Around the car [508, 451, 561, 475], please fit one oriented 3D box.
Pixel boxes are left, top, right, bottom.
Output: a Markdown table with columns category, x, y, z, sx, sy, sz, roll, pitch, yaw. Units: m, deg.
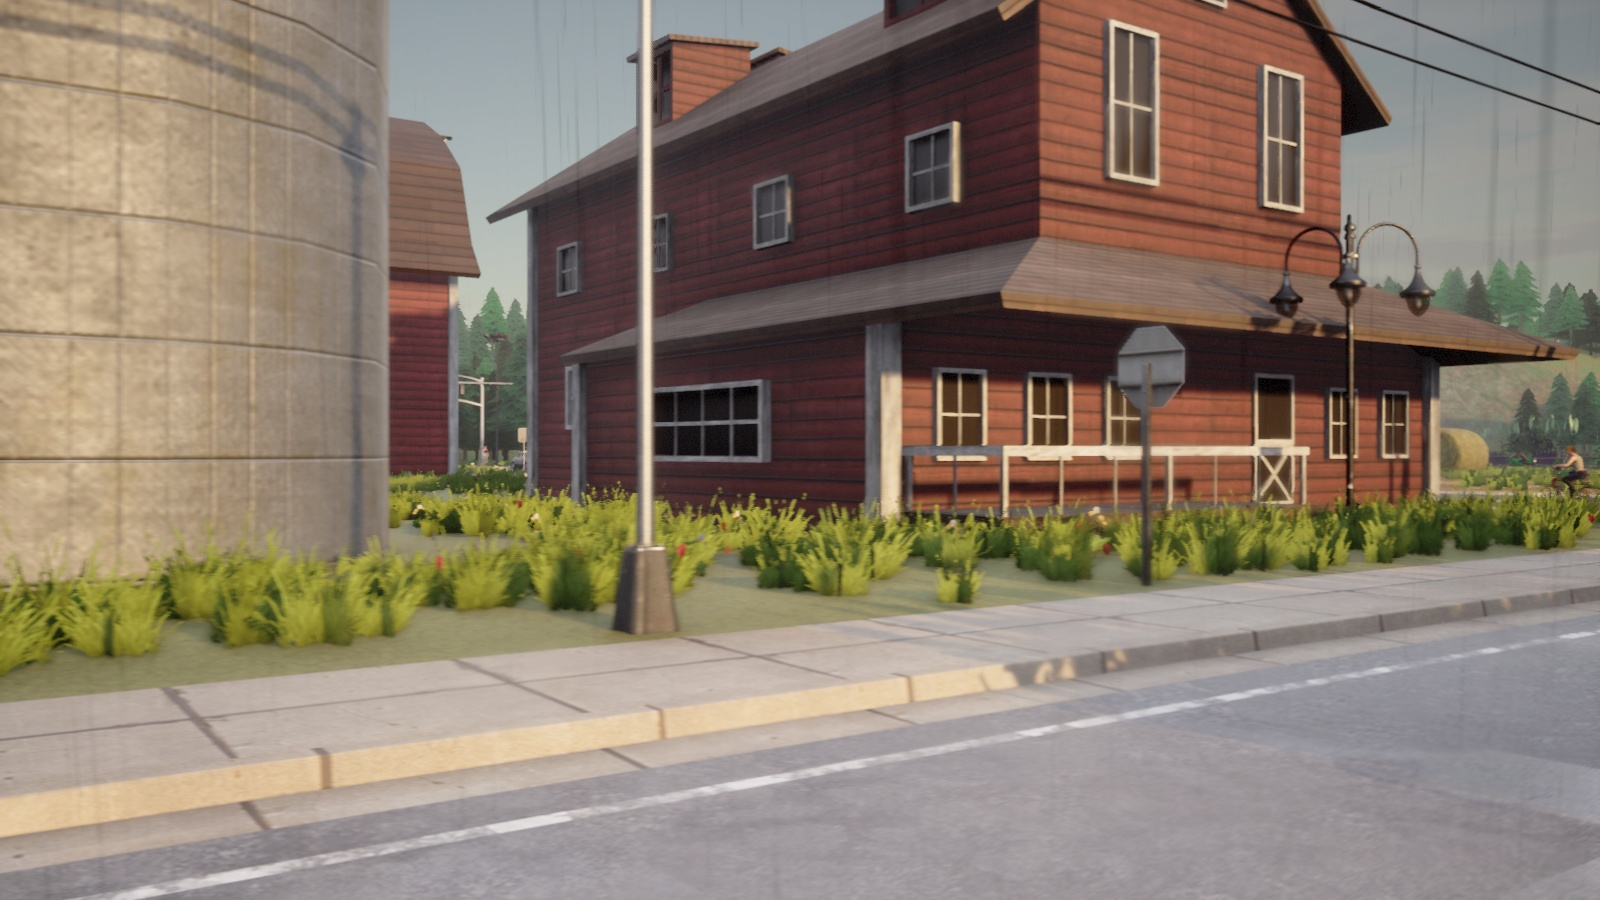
| category | x | y | z | sx | sy | sz | roll | pitch | yaw |
| --- | --- | --- | --- | --- | --- | --- | --- | --- | --- |
| car | -17.027 | 0.830 | 80.399 | 1.970 | 1.475 | 3.806 | 0 | 0 | -36 |

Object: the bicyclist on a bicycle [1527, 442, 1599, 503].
| category | x | y | z | sx | sy | sz | roll | pitch | yaw |
| --- | --- | --- | --- | --- | --- | --- | --- | --- | --- |
| bicyclist on a bicycle | 20.658 | 0.603 | 33.955 | 0.866 | 1.612 | 1.509 | 0 | 0 | -35 |
